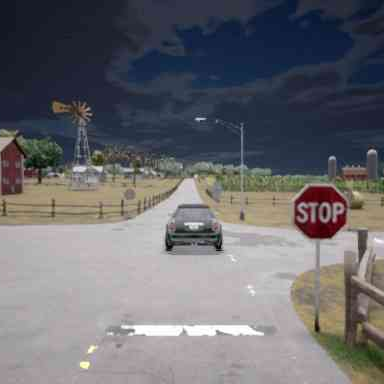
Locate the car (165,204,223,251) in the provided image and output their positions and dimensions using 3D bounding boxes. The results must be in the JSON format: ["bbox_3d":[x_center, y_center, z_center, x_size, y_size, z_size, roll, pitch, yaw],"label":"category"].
[{"bbox_3d":[0.065,1.282,13.977,2.097,1.767,4.553,0,0,0],"label":"car"}]
